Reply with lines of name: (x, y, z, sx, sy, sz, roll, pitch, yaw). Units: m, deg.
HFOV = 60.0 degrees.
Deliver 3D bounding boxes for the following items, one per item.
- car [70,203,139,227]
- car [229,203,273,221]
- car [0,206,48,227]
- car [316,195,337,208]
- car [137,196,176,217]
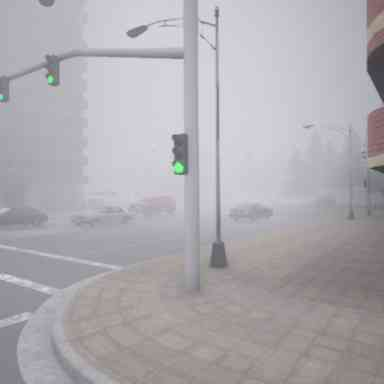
car: (-6.470, 1.750, 24.378, 1.895, 1.301, 4.718, -1, 0, 36)
car: (5.116, 1.642, 28.350, 2.033, 1.411, 5.357, -1, 0, 36)
car: (-12.135, 1.702, 22.518, 1.812, 1.442, 4.674, -1, 0, 36)
car: (20.352, 1.315, 50.327, 2.097, 1.767, 4.553, -1, 2, 38)
car: (-3.968, 1.401, 33.736, 2.150, 2.045, 5.566, -1, -1, 36)
